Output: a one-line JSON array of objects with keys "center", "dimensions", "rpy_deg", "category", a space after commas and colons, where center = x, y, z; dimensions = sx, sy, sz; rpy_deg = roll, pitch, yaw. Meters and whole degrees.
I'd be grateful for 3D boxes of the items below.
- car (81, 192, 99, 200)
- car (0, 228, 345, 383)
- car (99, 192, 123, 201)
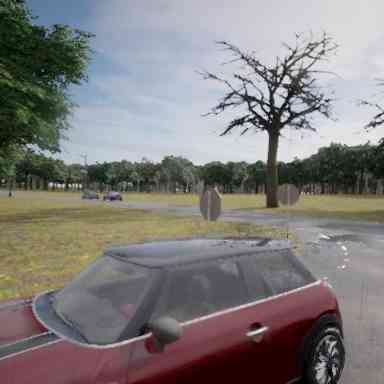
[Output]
[{"center": [-18.300, 0.665, 60.048], "dimensions": [2.033, 1.411, 5.357], "rpy_deg": [2, -1, -36], "category": "car"}, {"center": [-0.407, 1.356, 3.580], "dimensions": [4.553, 1.767, 2.097], "rpy_deg": [0, 0, -36], "category": "car"}, {"center": [-12.350, 0.691, 51.851], "dimensions": [1.812, 1.442, 4.674], "rpy_deg": [2, -1, -35], "category": "car"}]
